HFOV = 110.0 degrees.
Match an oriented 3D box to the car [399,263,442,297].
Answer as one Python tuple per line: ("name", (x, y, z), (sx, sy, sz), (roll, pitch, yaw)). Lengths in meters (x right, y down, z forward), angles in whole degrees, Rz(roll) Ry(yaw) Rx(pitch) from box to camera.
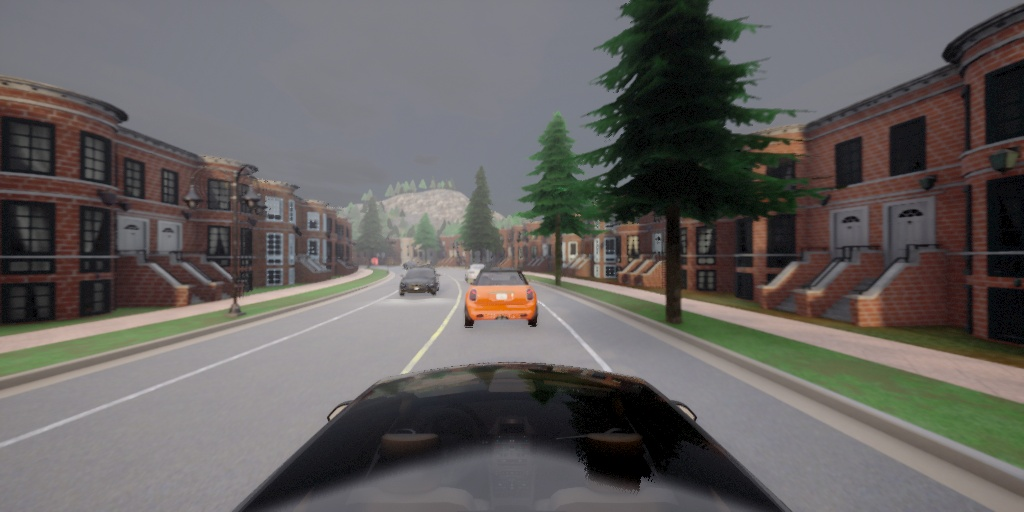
("car", (-4.968, 1.340, 19.778), (1.837, 1.490, 4.892), (0, 0, -8))

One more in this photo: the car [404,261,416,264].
("car", (-16.640, 1.526, 59.171), (1.837, 1.490, 4.892), (1, -1, -27))

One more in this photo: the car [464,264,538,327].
("car", (-0.432, 1.142, 11.947), (2.097, 1.767, 4.553), (0, 0, -4))

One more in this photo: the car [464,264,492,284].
("car", (-2.845, 1.391, 29.390), (1.812, 1.442, 4.674), (0, 0, -11))
